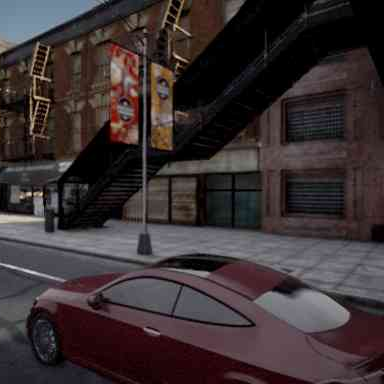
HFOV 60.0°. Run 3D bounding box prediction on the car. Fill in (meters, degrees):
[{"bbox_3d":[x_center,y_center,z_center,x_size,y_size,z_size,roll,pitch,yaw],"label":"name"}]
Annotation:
[{"bbox_3d":[-0.102,1.515,4.058,4.674,1.442,1.812,0,0,36],"label":"car"}]
